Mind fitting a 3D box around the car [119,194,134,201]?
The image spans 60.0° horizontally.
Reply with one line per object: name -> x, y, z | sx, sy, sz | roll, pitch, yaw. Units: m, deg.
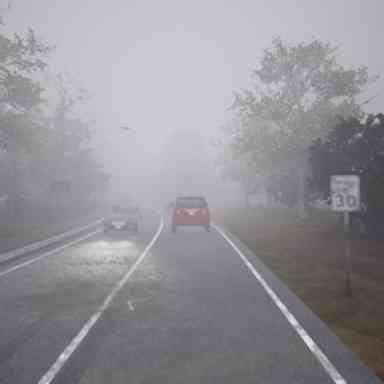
car -> -11.836, 1.240, 59.990 | 2.097, 1.767, 4.553 | 2, 0, -19

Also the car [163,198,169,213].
car -> -2.161, 1.384, 37.940 | 2.097, 1.767, 4.553 | 1, 0, -10

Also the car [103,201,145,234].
car -> -3.827, 1.493, 19.167 | 2.128, 1.511, 4.902 | 0, 0, -3

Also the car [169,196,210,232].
car -> -0.159, 1.237, 20.314 | 2.150, 2.045, 5.566 | 0, 0, -3
